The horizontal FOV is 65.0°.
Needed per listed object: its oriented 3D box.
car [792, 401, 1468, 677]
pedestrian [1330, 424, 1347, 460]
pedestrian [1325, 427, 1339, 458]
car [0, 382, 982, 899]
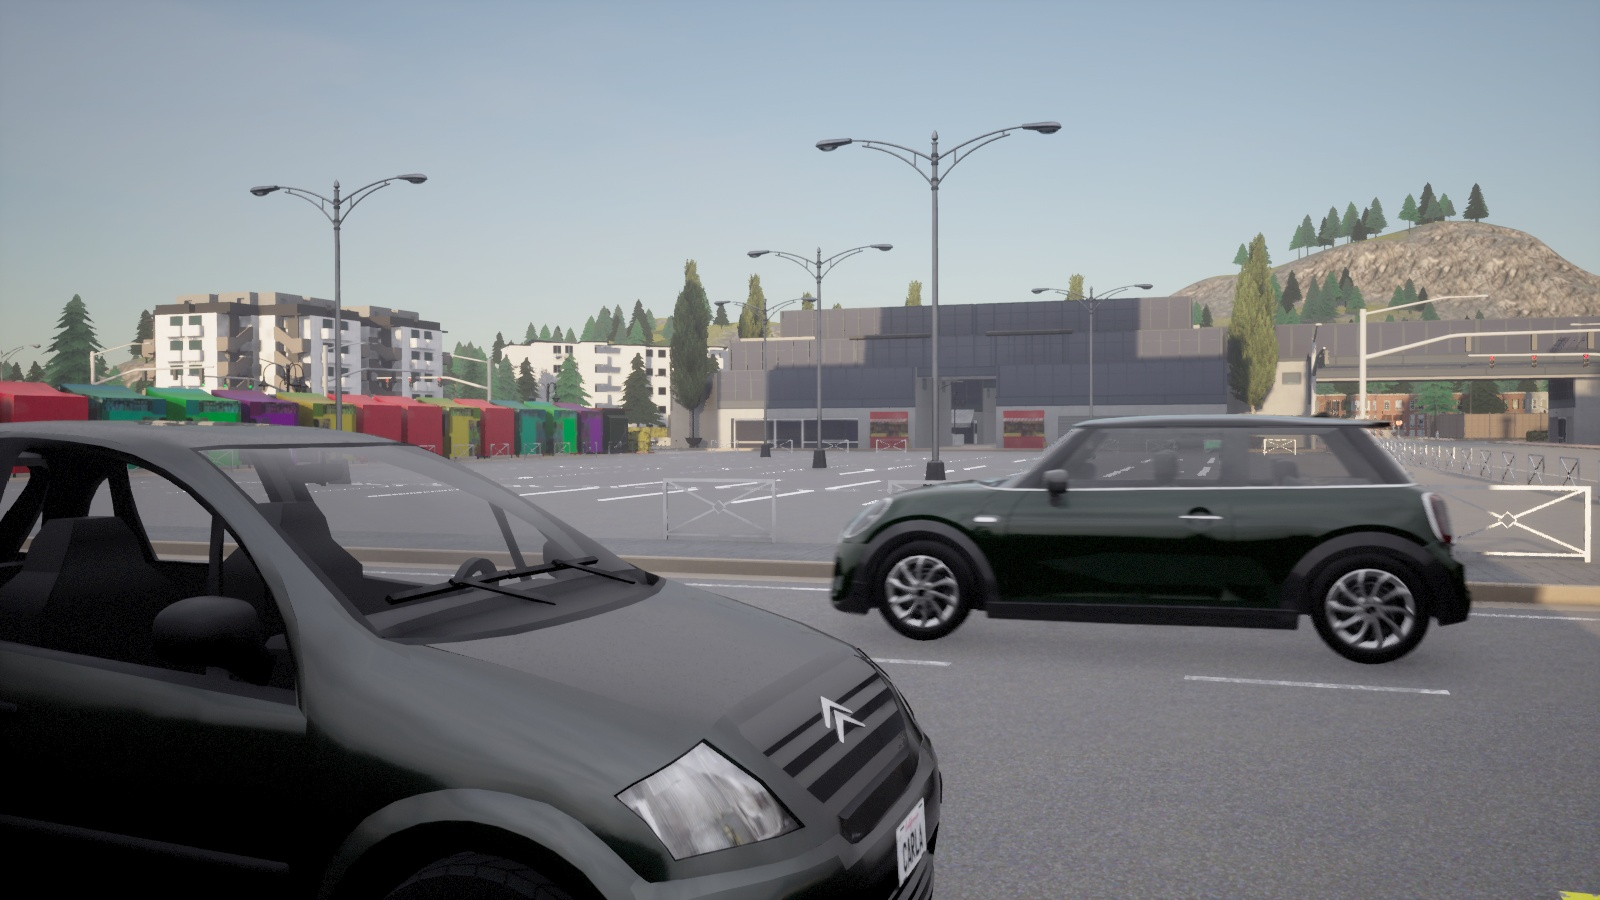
[{"bbox_3d":[2.438,0.538,9.756,4.553,1.767,2.097,1,1,19],"label":"car"},{"bbox_3d":[29.280,-0.442,68.251,0.788,1.949,0.423,1,1,32],"label":"pedestrian"},{"bbox_3d":[33.202,-0.467,78.359,0.659,1.952,0.873,1,1,29],"label":"pedestrian"},{"bbox_3d":[-1.613,0.659,3.733,3.988,1.617,1.851,1,1,19],"label":"car"}]
